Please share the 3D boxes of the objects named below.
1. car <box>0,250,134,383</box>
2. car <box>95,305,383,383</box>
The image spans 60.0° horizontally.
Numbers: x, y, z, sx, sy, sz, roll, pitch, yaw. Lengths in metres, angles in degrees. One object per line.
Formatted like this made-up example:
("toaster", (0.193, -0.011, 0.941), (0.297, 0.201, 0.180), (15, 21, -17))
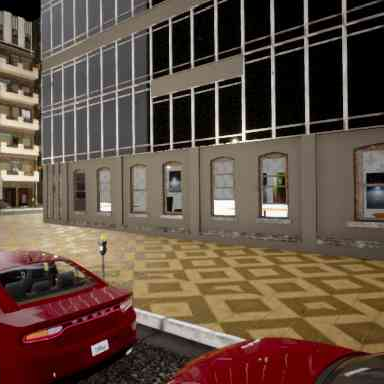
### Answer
("car", (-2.804, 1.546, 4.892), (4.507, 1.381, 1.887), (0, -1, 36))
("car", (1.765, 1.545, 1.626), (4.507, 1.381, 1.887), (0, -1, 36))
